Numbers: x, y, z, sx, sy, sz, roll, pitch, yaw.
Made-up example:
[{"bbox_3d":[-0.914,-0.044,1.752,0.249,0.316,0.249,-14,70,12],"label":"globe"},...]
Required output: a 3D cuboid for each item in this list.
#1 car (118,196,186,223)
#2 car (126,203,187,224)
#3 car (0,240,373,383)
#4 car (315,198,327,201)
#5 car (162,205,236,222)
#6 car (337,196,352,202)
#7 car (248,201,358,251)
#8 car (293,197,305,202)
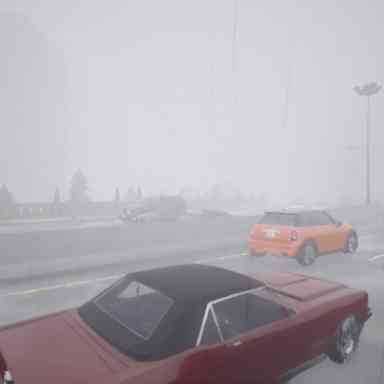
[{"bbox_3d":[-2.735,1.303,24.818,5.566,2.045,2.150,0,0,-44],"label":"car"},{"bbox_3d":[-1.692,1.632,21.078,4.181,1.385,1.994,0,0,-43],"label":"car"},{"bbox_3d":[0.300,1.614,4.166,4.718,1.301,1.895,0,0,-37],"label":"car"},{"bbox_3d":[21.388,1.715,55.243,1.895,1.301,4.718,0,0,22],"label":"car"},{"bbox_3d":[0.740,1.619,18.572,4.181,1.385,1.994,0,0,-43],"label":"car"},{"bbox_3d":[24.046,1.452,52.573,2.097,1.767,4.553,0,0,22],"label":"car"},{"bbox_3d":[4.086,1.379,11.920,4.553,1.767,2.097,0,0,-41],"label":"car"},{"bbox_3d":[19.016,1.625,59.063,2.128,1.511,4.902,0,0,20],"label":"car"}]
